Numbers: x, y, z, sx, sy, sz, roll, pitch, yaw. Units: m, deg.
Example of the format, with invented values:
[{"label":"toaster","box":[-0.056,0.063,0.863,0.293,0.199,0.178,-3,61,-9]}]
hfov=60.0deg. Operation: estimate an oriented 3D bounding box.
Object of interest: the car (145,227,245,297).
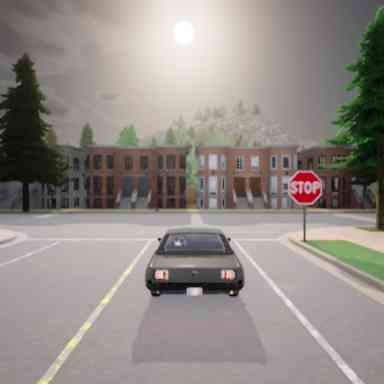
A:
[{"label":"car","box":[0.058,1.534,8.365,1.895,1.301,4.718,0,0,0]}]
